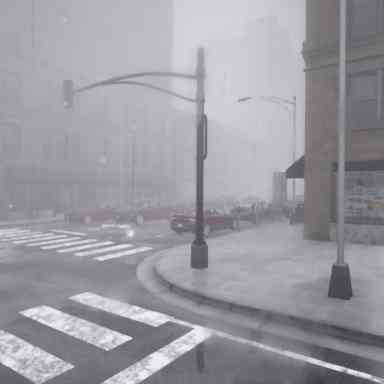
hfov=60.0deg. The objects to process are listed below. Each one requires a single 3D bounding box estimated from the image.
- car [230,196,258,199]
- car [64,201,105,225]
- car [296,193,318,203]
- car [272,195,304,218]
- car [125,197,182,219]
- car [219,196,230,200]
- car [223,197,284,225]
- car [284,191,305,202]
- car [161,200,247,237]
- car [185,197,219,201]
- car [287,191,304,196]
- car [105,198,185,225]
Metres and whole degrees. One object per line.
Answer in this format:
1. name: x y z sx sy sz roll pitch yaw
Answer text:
1. car: 6.042 1.071 34.220 1.994 1.385 4.181 1 1 36
2. car: -6.154 1.274 21.844 1.887 1.381 4.507 2 2 36
3. car: 17.199 0.844 49.532 1.994 1.385 4.181 1 1 36
4. car: 7.200 1.211 25.790 1.947 1.339 4.313 2 2 36
5. car: -2.935 1.195 26.309 1.887 1.381 4.507 2 2 36
6. car: 3.503 1.060 35.240 1.947 1.339 4.313 2 2 36
7. car: 3.981 1.274 21.325 2.008 1.369 4.403 2 2 36
8. car: 16.381 0.627 53.098 1.967 1.590 4.097 2 2 36
9. car: 0.762 1.347 16.859 1.887 1.381 4.507 2 2 36
10. car: 0.285 1.117 30.775 1.887 1.381 4.507 2 2 36
11. car: 10.420 1.007 30.253 1.967 1.590 4.097 2 2 36
12. car: -2.926 1.203 21.786 1.882 1.535 5.008 1 1 36
